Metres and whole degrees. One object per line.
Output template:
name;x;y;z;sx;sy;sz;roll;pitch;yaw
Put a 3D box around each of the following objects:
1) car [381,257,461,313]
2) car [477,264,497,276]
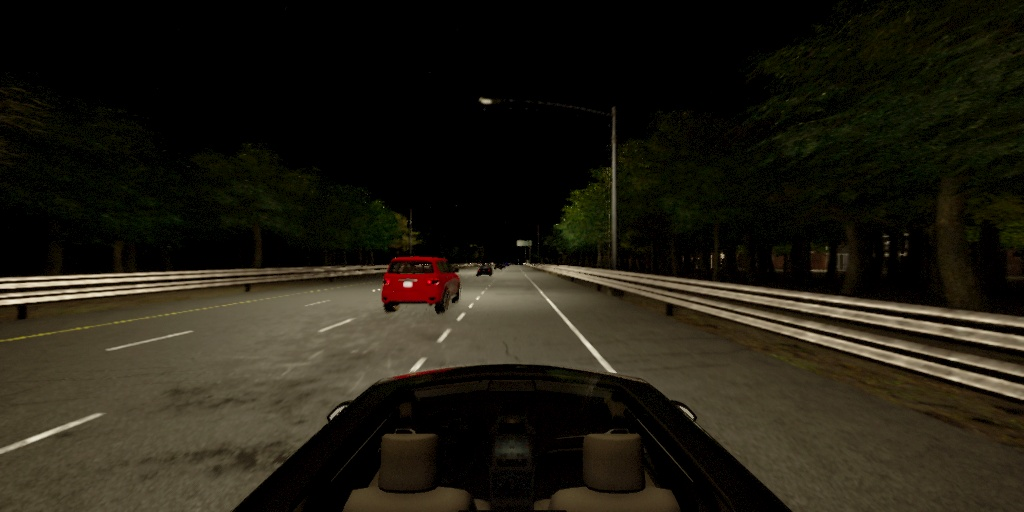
car;-3.492;1.078;14.715;2.150;2.045;5.566;0;-1;0
car;-3.400;1.848;45.813;2.033;1.411;5.357;0;-1;0
